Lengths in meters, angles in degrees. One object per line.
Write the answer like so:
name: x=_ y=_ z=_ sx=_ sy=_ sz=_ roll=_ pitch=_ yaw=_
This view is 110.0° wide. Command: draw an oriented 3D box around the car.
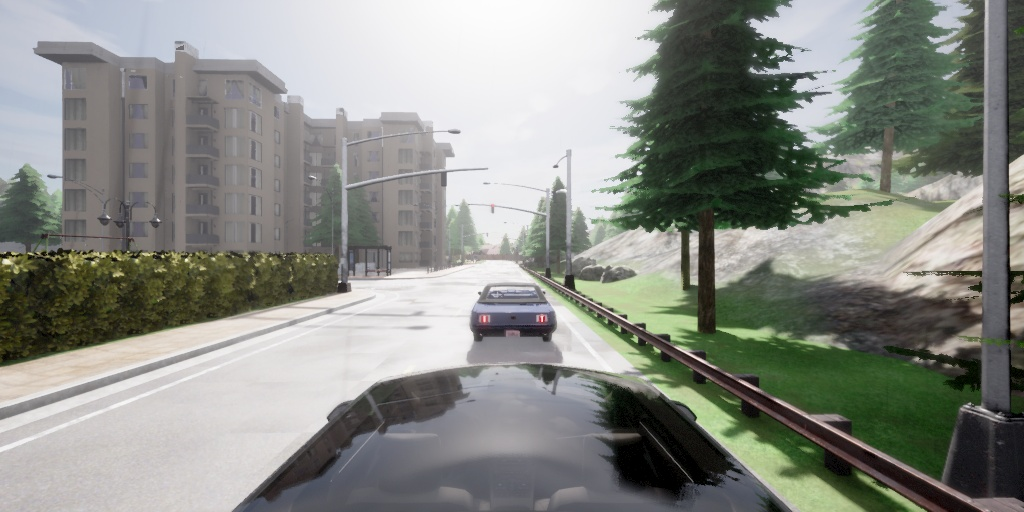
car: x=-0.003 y=1.351 z=9.771 sx=1.895 sy=1.301 sz=4.718 roll=0 pitch=0 yaw=-1
